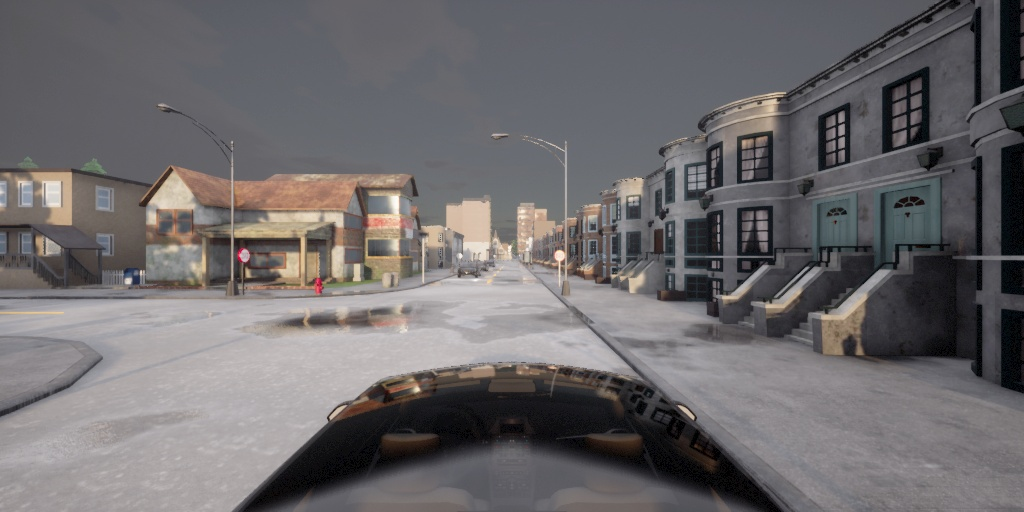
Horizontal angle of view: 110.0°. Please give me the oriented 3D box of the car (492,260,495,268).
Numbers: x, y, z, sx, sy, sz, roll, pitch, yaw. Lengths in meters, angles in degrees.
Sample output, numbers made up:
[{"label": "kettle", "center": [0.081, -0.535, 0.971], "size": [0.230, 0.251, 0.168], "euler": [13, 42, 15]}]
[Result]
[{"label": "car", "center": [-3.834, 1.295, 61.315], "size": [2.033, 1.411, 5.357], "euler": [0, 0, 0]}]

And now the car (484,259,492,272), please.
[{"label": "car", "center": [-3.976, 1.240, 44.765], "size": [2.128, 1.511, 4.902], "euler": [0, 0, 0]}]

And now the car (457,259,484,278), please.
[{"label": "car", "center": [-4.015, 1.253, 34.195], "size": [1.837, 1.490, 4.892], "euler": [0, 0, 0]}]
